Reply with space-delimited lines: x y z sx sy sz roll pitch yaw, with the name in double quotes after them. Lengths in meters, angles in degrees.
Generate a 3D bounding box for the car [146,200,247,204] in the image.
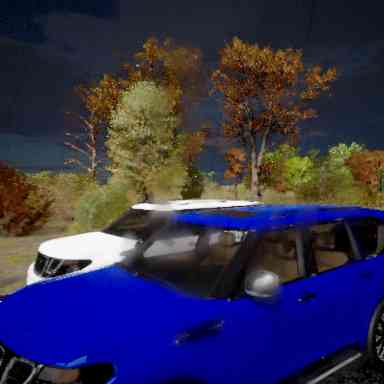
-0.486 1.216 7.331 5.566 2.045 2.150 0 0 -36 "car"

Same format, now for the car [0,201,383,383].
0.599 1.217 4.113 5.566 2.045 2.150 0 0 -36 "car"
